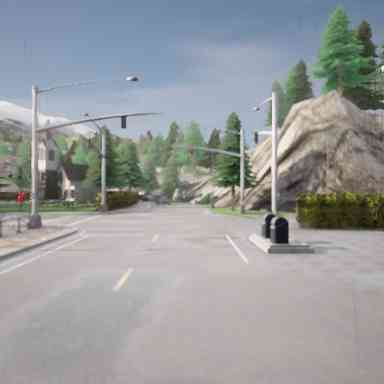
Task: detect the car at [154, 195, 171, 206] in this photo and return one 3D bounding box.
[{"bbox_3d":[-4.585,1.452,53.632,1.994,1.385,4.181,0,0,-9],"label":"car"}]

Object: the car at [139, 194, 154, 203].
[{"bbox_3d":[-8.774,1.383,68.172,1.812,1.442,4.674,0,0,-25],"label":"car"}]

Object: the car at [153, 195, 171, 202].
[{"bbox_3d":[-6.519,1.389,71.544,2.033,1.411,5.357,0,0,-27],"label":"car"}]

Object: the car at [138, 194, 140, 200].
[{"bbox_3d":[-12.391,1.266,80.096,5.008,1.535,1.882,0,0,42],"label":"car"}]
